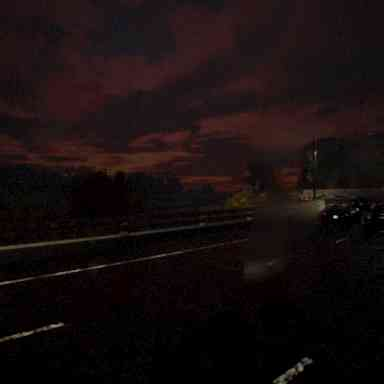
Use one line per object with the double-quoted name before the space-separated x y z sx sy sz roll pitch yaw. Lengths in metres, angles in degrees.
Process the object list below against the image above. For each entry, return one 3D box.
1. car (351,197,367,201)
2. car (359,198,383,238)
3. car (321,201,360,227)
"car" 18.606 1.331 36.620 2.097 1.767 4.553 0 0 27
"car" 10.310 1.340 16.959 2.097 1.767 4.553 0 0 38
"car" 10.286 1.551 22.717 1.994 1.385 4.181 0 0 36
